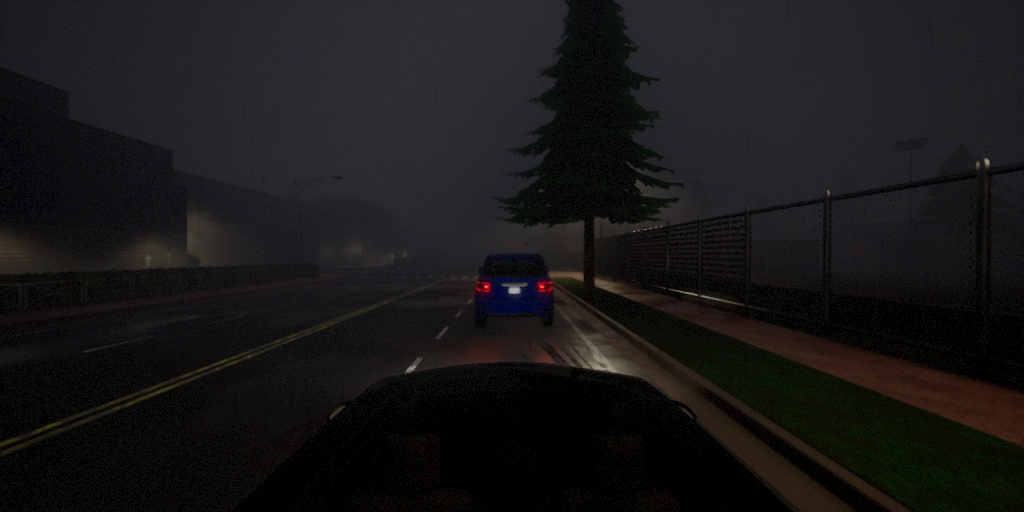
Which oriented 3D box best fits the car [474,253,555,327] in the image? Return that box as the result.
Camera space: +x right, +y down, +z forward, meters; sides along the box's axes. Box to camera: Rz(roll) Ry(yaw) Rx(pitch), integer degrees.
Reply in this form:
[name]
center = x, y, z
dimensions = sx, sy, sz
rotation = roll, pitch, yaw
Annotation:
[car]
center = 0.061, 0.919, 11.480
dimensions = 2.150, 2.045, 5.566
rotation = 0, 0, 0
